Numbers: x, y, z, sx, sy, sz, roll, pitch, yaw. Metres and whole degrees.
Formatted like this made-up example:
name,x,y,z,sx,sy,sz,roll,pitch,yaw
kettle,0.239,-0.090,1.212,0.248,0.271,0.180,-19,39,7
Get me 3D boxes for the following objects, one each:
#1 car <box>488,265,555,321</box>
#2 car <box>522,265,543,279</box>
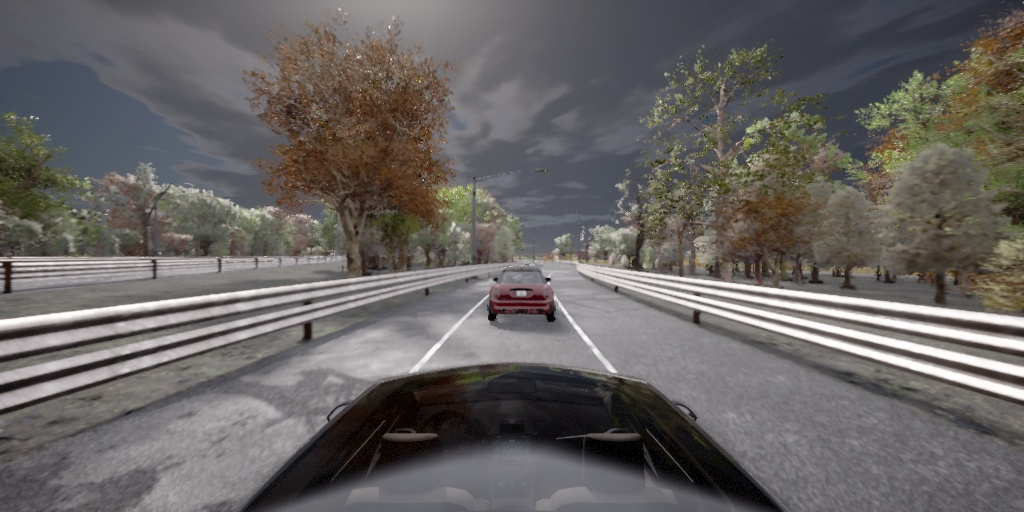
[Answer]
name,x,y,z,sx,sy,sz,roll,pitch,yaw
car,0.362,1.182,13.051,2.097,1.767,4.553,0,0,2
car,2.182,1.624,37.387,1.895,1.301,4.718,0,0,7
